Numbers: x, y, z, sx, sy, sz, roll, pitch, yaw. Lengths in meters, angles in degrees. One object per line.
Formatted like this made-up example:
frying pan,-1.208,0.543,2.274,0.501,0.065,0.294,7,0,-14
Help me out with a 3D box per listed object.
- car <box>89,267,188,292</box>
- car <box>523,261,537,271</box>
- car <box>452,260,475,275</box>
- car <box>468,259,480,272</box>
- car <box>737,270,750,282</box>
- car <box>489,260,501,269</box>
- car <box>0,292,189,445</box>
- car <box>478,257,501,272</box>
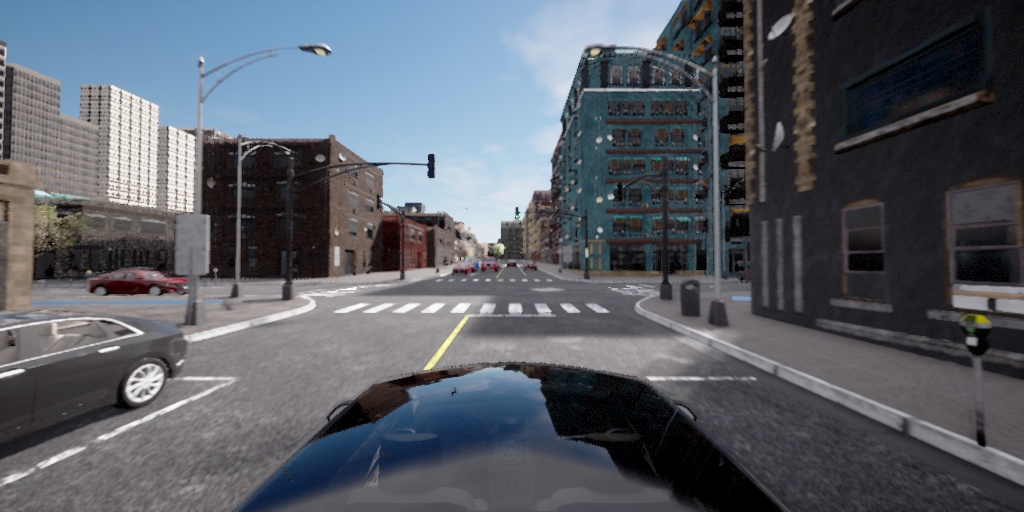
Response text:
car,-19.300,1.429,18.770,4.507,1.381,1.888,0,0,1
car,2.675,1.388,52.916,1.967,1.591,4.097,0,0,0
car,-5.779,1.449,41.483,1.888,1.381,4.507,0,0,0
car,-5.704,1.471,47.165,1.888,1.381,4.507,0,0,0
car,19.468,1.303,27.022,4.507,1.381,1.888,0,0,1
car,-3.037,1.522,65.346,1.812,1.442,4.674,0,0,0
car,-5.691,1.308,3.528,2.007,1.370,4.403,0,0,0
car,-3.077,1.159,49.711,2.150,2.045,5.566,0,0,0
